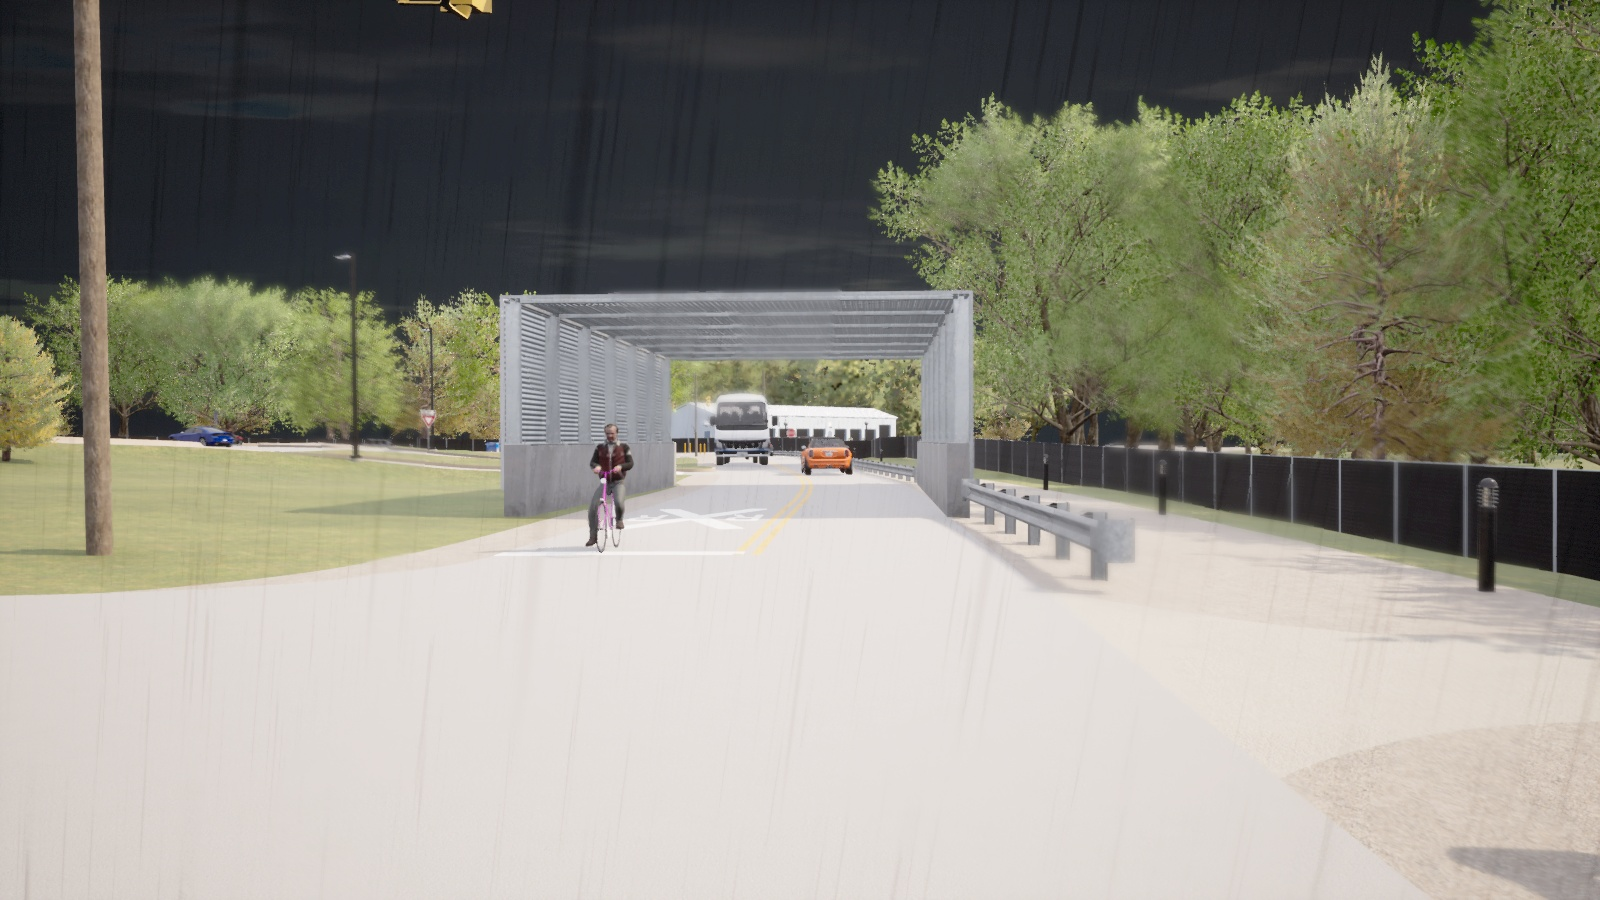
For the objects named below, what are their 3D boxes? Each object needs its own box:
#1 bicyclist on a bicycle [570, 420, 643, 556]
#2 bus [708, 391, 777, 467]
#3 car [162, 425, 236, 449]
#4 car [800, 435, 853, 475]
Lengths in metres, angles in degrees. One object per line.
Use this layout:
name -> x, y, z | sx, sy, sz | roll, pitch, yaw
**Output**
bicyclist on a bicycle -> -2.634, 0.511, 17.253 | 0.659, 1.776, 1.843 | 0, -1, 2
bus -> -3.571, -1.247, 76.683 | 3.944, 4.253, 10.273 | 0, 1, -3
car -> -41.173, -0.903, 86.024 | 5.008, 1.535, 1.882 | 1, -2, 27
car -> 1.150, 0.197, 56.903 | 2.097, 1.767, 4.553 | 0, 0, -3
